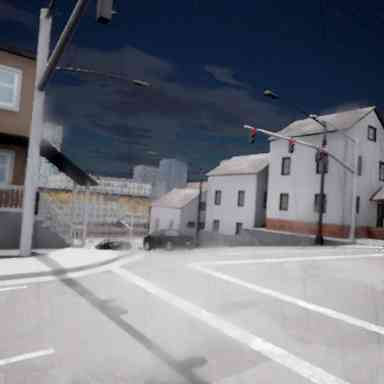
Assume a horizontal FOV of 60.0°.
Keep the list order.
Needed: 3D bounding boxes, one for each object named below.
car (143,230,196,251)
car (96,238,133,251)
[{"bbox_3d":[-1.672,3.397,23.566,1.882,1.535,5.008,5,-11,-35],"label":"car"},{"bbox_3d":[-7.555,5.109,31.599,2.033,1.411,5.357,5,-16,-35],"label":"car"}]
